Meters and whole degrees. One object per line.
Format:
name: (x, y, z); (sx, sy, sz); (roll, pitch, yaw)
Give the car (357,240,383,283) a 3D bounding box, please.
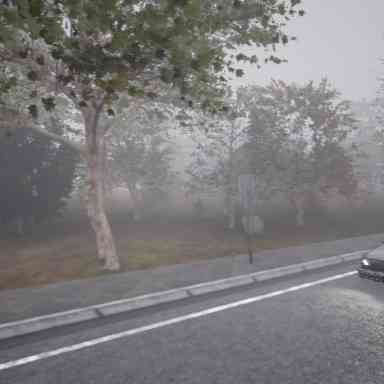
car: (6.485, 1.528, 8.615); (5.357, 1.411, 2.033); (0, 0, -35)
